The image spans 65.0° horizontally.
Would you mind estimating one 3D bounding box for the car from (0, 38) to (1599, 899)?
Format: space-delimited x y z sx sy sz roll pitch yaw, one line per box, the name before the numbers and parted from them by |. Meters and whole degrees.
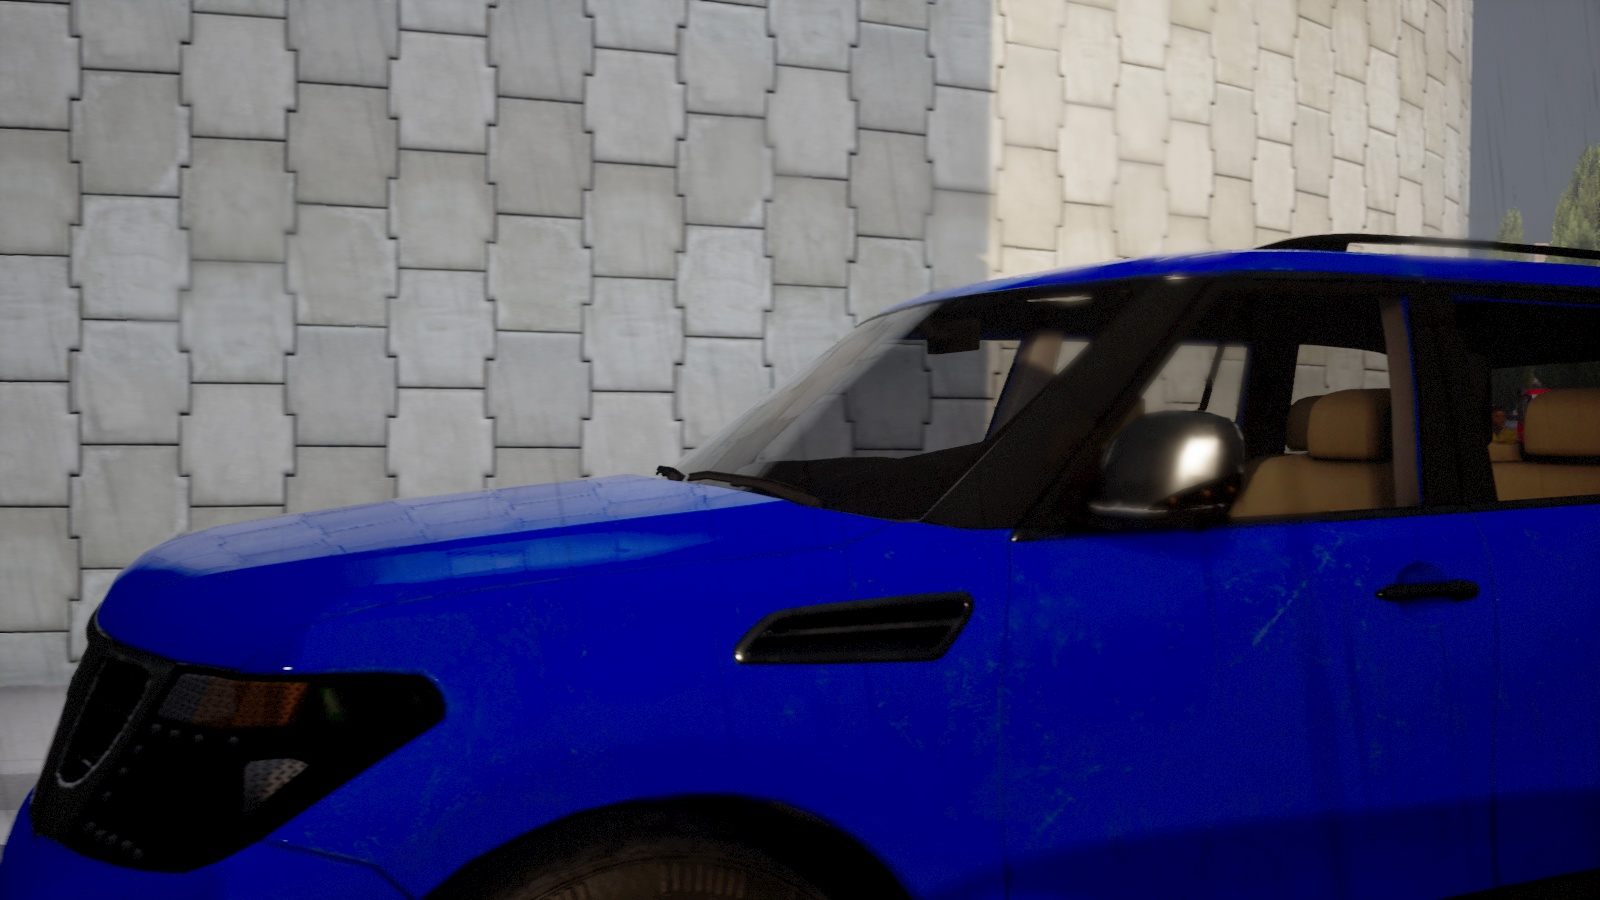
car | 1.017 0.452 3.599 5.566 2.045 2.150 -1 1 -23
